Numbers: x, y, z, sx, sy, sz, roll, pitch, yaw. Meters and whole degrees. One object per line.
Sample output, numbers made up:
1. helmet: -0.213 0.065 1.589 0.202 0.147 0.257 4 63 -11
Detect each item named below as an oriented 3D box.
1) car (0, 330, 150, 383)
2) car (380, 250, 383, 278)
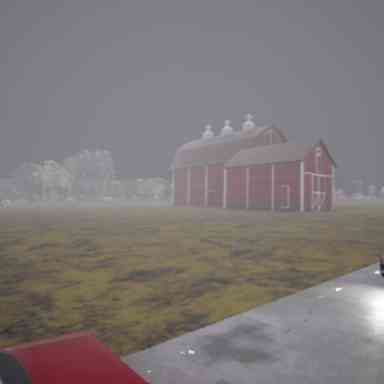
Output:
1. car: -2.372 1.653 1.444 4.718 1.301 1.895 0 -1 -38
2. car: 6.918 1.574 9.280 4.674 1.442 1.812 0 -1 -42
